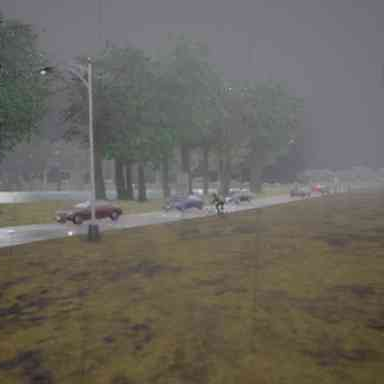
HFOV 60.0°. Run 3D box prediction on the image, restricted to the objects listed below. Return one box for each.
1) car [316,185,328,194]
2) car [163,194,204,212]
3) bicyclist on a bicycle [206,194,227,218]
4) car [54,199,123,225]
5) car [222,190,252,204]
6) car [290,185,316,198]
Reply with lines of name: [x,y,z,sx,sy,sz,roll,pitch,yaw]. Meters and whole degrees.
car: [21.543,-0.440,56.137,1.882,1.535,5.008,-1,2,35]
car: [-0.676,0.948,29.838,1.812,1.442,4.674,-1,1,35]
bicyclist on a bicycle: [1.674,0.937,22.812,1.656,1.620,0.582,0,1,35]
car: [-6.562,1.212,21.539,1.812,1.442,4.674,-1,1,35]
car: [5.250,0.551,38.205,2.128,1.511,4.902,-1,2,35]
car: [15.577,-0.017,47.703,2.128,1.511,4.902,-1,2,35]
